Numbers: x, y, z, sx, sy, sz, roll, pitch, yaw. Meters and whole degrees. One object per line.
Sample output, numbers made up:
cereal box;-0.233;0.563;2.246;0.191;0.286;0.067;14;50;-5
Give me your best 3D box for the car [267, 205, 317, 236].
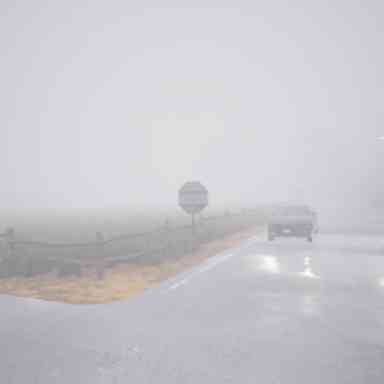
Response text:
car;4.917;1.331;15.911;1.882;1.535;5.008;-2;-1;24
